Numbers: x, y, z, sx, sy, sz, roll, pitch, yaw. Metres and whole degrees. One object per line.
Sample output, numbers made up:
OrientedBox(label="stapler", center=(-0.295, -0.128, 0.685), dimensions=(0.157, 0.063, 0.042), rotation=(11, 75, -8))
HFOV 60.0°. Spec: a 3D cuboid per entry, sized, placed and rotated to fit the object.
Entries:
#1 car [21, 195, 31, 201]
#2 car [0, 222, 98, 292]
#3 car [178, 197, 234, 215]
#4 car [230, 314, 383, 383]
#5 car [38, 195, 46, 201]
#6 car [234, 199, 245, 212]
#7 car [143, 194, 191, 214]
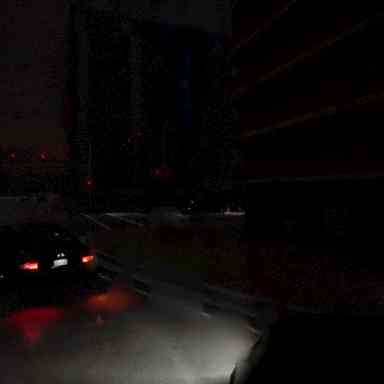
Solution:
OrientedBox(label="car", center=(-40.171, 1.525, 80.638), dimensions=(2.128, 1.511, 4.902), rotation=(0, 0, -23))
OrientedBox(label="car", center=(-4.362, 1.547, 9.045), dimensions=(2.033, 1.411, 5.357), rotation=(0, 0, -39))
OrientedBox(label="car", center=(1.458, 1.560, 34.367), dimensions=(4.892, 1.490, 1.837), rotation=(0, 0, -23))
OrientedBox(label="car", center=(2.859, 1.547, 2.027), dimensions=(5.357, 1.411, 2.033), rotation=(0, 0, 35))
OrientedBox(label="car", center=(-37.083, 1.540, 82.321), dimensions=(2.033, 1.411, 5.357), rotation=(0, 0, -23))
OrientedBox(label="car", center=(6.620, 1.560, 40.298), dimensions=(4.892, 1.490, 1.837), rotation=(0, 0, -23))
OrientedBox(label="car", center=(-2.532, 1.277, 36.500), dimensions=(5.566, 2.045, 2.150), rotation=(0, 0, -23))
